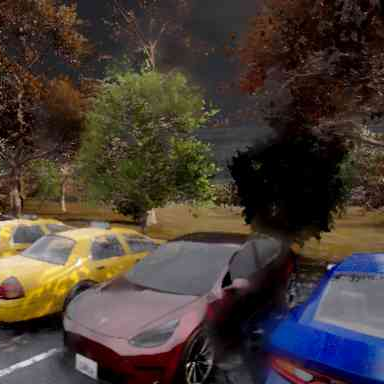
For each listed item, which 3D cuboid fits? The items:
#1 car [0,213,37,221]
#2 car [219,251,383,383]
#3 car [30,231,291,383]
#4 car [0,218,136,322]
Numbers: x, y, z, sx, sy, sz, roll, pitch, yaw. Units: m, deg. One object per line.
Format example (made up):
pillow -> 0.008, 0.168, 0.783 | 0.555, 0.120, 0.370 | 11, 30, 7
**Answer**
car -> -4.059, 1.371, 8.896 | 1.946, 1.575, 5.366 | 1, 1, 36
car -> 2.535, 1.479, 3.947 | 2.097, 1.535, 5.008 | 1, 0, 36
car -> 0.250, 1.485, 5.552 | 2.163, 1.488, 4.792 | 1, 1, 36
car -> -1.785, 1.418, 7.271 | 1.946, 1.575, 5.366 | 1, 1, 36
